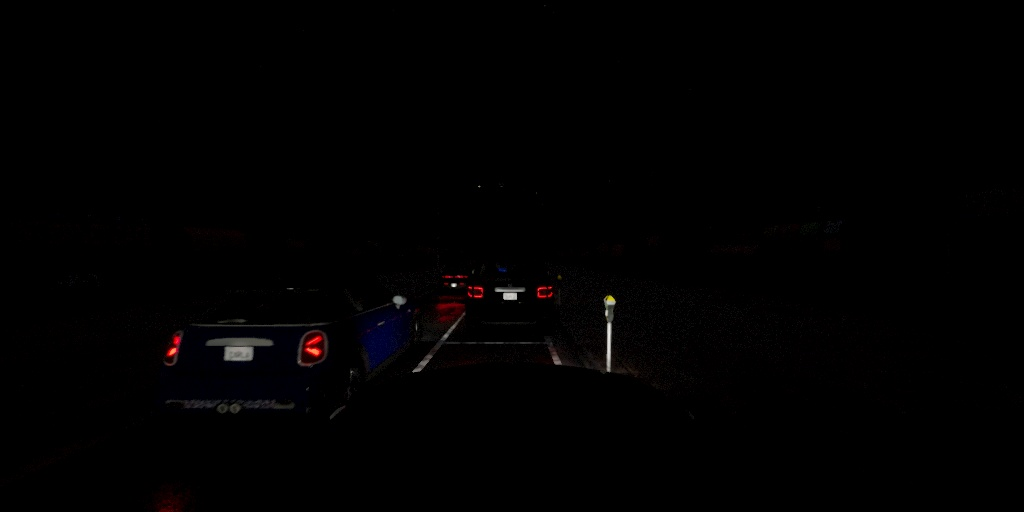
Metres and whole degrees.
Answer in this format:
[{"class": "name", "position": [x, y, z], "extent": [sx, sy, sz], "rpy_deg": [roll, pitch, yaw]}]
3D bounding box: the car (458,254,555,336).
[{"class": "car", "position": [-0.039, 0.975, 10.532], "extent": [2.150, 2.045, 5.566], "rpy_deg": [0, 0, 0]}]

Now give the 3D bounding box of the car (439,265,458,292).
[{"class": "car", "position": [-2.975, 1.248, 20.903], "extent": [1.837, 1.490, 4.892], "rpy_deg": [0, 0, 1]}]

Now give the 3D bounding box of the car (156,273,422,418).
[{"class": "car", "position": [-3.021, 1.099, 6.089], "extent": [2.097, 1.767, 4.553], "rpy_deg": [0, 0, 0]}]
